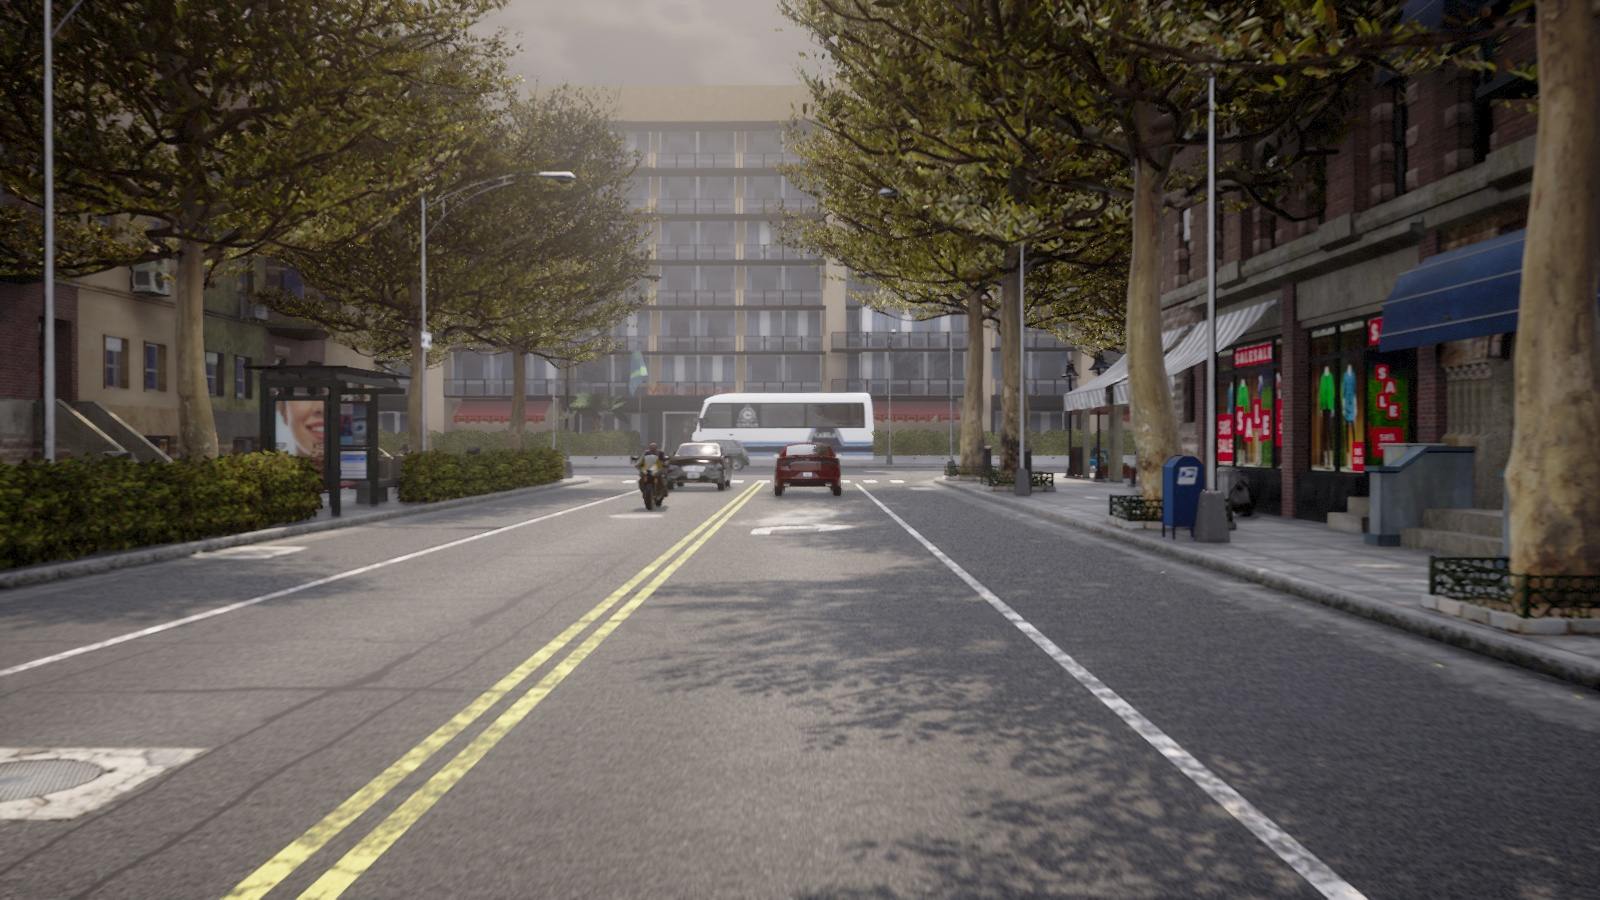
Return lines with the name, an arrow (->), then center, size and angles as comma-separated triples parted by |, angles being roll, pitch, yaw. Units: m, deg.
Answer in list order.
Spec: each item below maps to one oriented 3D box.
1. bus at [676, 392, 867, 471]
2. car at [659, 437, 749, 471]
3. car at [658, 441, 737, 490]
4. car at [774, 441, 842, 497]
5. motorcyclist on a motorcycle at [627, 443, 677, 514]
bus -> -1.521, -1.030, 69.698 | 10.273, 4.253, 3.944 | 0, 0, 0
car -> -5.019, 0.222, 66.224 | 4.553, 1.767, 2.097 | 0, 0, 0
car -> -3.253, 0.468, 40.744 | 2.128, 1.511, 4.902 | 0, 0, 0
car -> 0.227, 0.511, 37.227 | 1.882, 1.535, 5.008 | 0, 0, 0
motorcyclist on a motorcycle -> -3.320, 0.617, 28.383 | 0.866, 1.530, 2.191 | 0, 0, 0
